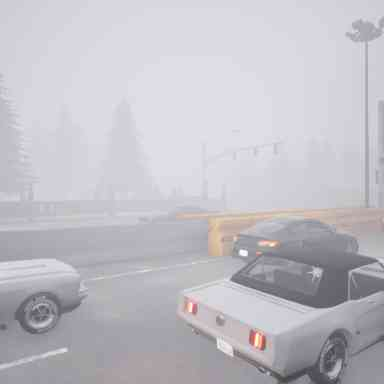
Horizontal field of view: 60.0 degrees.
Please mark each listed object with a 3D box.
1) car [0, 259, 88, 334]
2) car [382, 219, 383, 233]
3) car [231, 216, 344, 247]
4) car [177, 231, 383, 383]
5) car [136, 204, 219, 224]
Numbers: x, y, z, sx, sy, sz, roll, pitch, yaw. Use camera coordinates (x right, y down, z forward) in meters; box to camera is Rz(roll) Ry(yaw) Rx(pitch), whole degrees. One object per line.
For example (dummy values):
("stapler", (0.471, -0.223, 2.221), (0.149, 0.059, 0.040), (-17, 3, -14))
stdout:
("car", (-4.140, 1.601, 5.092), (4.718, 1.301, 1.895), (0, 0, -35))
("car", (10.661, 1.408, 15.598), (4.674, 1.442, 1.812), (-1, 0, -36))
("car", (3.276, 1.474, 10.352), (4.674, 1.442, 1.812), (-1, 0, -35))
("car", (2.212, 1.577, 5.310), (4.718, 1.301, 1.895), (-1, 0, -35))
("car", (-0.676, 1.475, 20.643), (5.357, 1.411, 2.033), (0, 0, -35))
